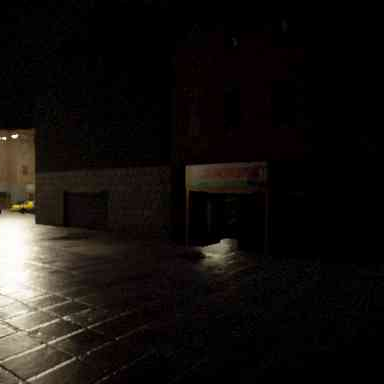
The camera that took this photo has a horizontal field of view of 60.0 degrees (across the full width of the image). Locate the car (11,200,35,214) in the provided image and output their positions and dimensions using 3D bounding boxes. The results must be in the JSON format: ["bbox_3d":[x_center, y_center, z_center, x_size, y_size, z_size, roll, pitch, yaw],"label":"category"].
[{"bbox_3d":[-15.926,1.537,34.291,1.752,1.417,4.829,0,-1,35],"label":"car"}]

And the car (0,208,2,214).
[{"bbox_3d":[-19.280,1.532,29.568,1.947,1.339,4.313,0,-1,35],"label":"car"}]
